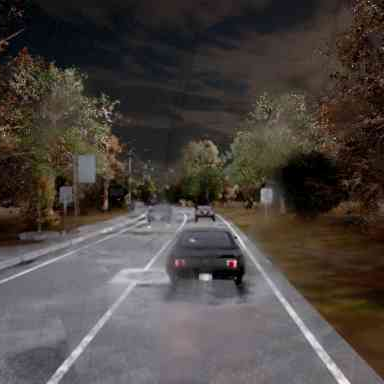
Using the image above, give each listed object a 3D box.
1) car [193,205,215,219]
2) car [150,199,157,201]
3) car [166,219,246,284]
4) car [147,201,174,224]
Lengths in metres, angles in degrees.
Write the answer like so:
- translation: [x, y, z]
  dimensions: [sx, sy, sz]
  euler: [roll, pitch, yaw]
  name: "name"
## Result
- translation: [1.154, 1.904, 31.489]
  dimensions: [2.033, 1.411, 5.357]
  euler: [0, -1, 0]
  name: "car"
- translation: [-7.948, 2.228, 68.995]
  dimensions: [1.994, 1.385, 4.181]
  euler: [2, -1, -15]
  name: "car"
- translation: [0.426, 1.708, 9.923]
  dimensions: [1.895, 1.301, 4.718]
  euler: [0, -1, 3]
  name: "car"
- translation: [-2.599, 1.807, 28.168]
  dimensions: [2.128, 1.511, 4.902]
  euler: [0, -1, 1]
  name: "car"
